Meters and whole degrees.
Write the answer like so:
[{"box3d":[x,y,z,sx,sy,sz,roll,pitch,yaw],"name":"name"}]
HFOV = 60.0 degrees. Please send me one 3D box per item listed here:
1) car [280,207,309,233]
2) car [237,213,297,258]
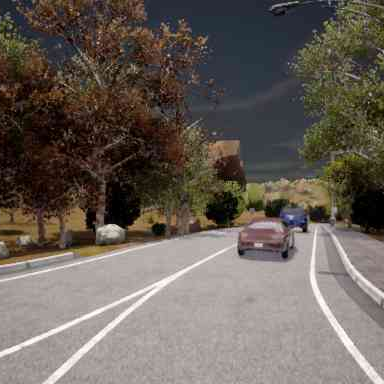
[{"box3d":[8.459,2.300,27.714,2.150,2.045,5.566,0,-4,21],"name":"car"},{"box3d":[3.112,1.747,13.622,1.812,1.442,4.674,0,-2,21],"name":"car"}]
